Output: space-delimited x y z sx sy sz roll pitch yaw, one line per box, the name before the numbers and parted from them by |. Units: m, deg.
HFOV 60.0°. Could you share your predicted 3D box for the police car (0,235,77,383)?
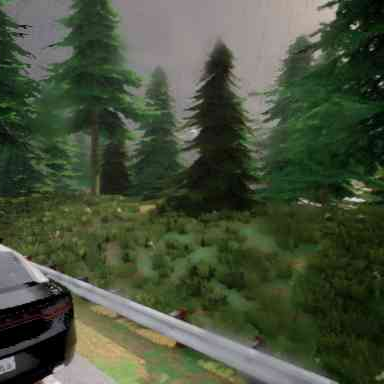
police car | -3.583 1.402 4.821 5.238 1.638 1.930 0 2 45
